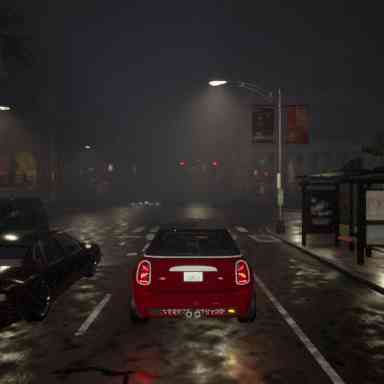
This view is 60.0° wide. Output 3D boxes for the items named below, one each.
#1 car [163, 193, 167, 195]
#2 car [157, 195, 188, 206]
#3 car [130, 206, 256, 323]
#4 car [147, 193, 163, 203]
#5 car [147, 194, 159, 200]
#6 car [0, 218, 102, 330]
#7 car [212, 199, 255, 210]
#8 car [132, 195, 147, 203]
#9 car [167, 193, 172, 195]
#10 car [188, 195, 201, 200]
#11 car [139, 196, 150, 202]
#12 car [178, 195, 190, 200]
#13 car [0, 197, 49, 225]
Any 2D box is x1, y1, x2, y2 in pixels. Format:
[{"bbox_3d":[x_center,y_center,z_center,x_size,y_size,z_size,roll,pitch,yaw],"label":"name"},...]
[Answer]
[{"bbox_3d":[-7.852,1.225,80.464,2.150,2.045,5.566,0,0,-1],"label":"car"},{"bbox_3d":[-3.092,1.547,52.690,2.033,1.411,5.357,0,0,-28],"label":"car"},{"bbox_3d":[0.008,1.352,7.370,2.097,1.767,4.553,0,0,0],"label":"car"},{"bbox_3d":[-7.738,1.478,69.985,1.882,1.535,5.008,0,0,-1],"label":"car"},{"bbox_3d":[-10.603,1.355,90.153,2.097,1.767,4.553,0,0,9],"label":"car"},{"bbox_3d":[-3.491,1.547,7.164,2.033,1.411,5.357,0,0,0],"label":"car"},{"bbox_3d":[5.235,1.548,42.554,5.357,1.411,2.033,0,0,-6],"label":"car"},{"bbox_3d":[-11.235,1.355,69.680,2.097,1.767,4.553,0,0,-1],"label":"car"},{"bbox_3d":[-6.872,1.225,91.028,2.150,2.045,5.566,0,0,9],"label":"car"},{"bbox_3d":[1.158,1.500,94.115,1.837,1.490,4.892,0,0,18],"label":"car"},{"bbox_3d":[-11.342,1.595,79.855,1.895,1.301,4.718,0,0,-1],"label":"car"},{"bbox_3d":[-2.269,1.595,94.857,1.895,1.301,4.718,0,0,18],"label":"car"},{"bbox_3d":[-7.216,1.221,12.229,2.150,2.045,5.566,0,0,-1],"label":"car"}]
